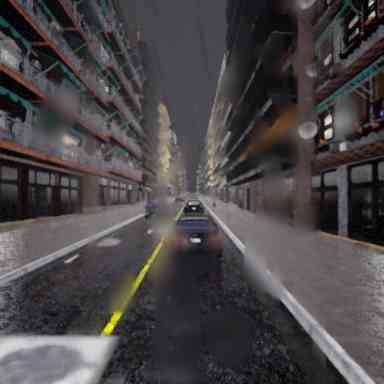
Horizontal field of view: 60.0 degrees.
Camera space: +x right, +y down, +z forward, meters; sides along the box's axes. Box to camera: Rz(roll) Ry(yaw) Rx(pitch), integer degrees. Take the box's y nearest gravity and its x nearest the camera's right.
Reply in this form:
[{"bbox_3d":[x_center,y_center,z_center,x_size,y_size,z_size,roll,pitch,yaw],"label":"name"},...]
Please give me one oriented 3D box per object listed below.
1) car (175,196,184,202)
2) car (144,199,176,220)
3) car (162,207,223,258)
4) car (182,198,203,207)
[{"bbox_3d":[-2.553,1.462,68.413,1.895,1.301,4.718,0,0,0],"label":"car"},{"bbox_3d":[-2.771,1.526,27.970,2.033,1.411,5.357,0,0,0],"label":"car"},{"bbox_3d":[0.132,1.544,12.791,2.033,1.411,5.357,0,0,0],"label":"car"},{"bbox_3d":[0.196,1.535,33.903,1.994,1.385,4.181,0,0,0],"label":"car"}]
